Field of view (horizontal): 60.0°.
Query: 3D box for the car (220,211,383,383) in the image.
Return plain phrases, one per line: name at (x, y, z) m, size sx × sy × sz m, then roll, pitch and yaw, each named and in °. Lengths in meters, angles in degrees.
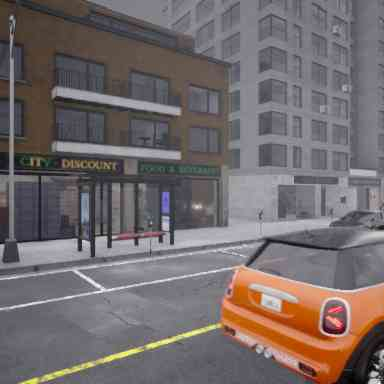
car at (2.680, 1.351, 5.227) m, size 4.553 × 1.767 × 2.097 m, roll 0°, pitch 0°, yaw -35°
